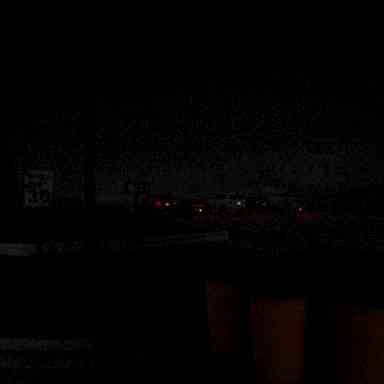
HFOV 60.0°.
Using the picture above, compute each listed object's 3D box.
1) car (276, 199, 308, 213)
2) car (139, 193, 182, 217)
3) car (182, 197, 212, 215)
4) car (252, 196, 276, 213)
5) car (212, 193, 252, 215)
[{"bbox_3d":[9.952,1.445,35.314,1.895,1.301,4.718,0,0,-24],"label":"car"},{"bbox_3d":[-3.167,1.122,30.358,2.150,2.045,5.566,0,0,-24],"label":"car"},{"bbox_3d":[-0.215,1.389,32.340,1.837,1.490,4.892,0,0,-24],"label":"car"},{"bbox_3d":[6.310,1.209,34.890,2.097,1.767,4.553,0,0,-24],"label":"car"},{"bbox_3d":[3.239,1.093,33.183,2.150,2.045,5.566,0,0,-24],"label":"car"}]
